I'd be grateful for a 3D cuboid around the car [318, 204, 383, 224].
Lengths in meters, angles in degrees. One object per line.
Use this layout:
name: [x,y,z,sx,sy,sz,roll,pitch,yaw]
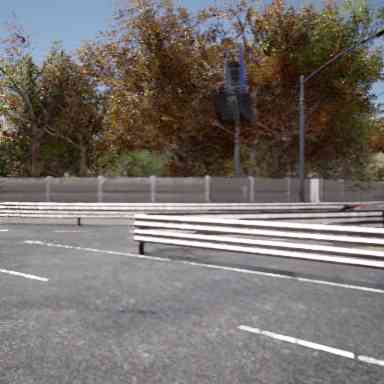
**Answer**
car: [9.360,1.402,18.787,4.674,1.442,1.812,0,0,-21]
